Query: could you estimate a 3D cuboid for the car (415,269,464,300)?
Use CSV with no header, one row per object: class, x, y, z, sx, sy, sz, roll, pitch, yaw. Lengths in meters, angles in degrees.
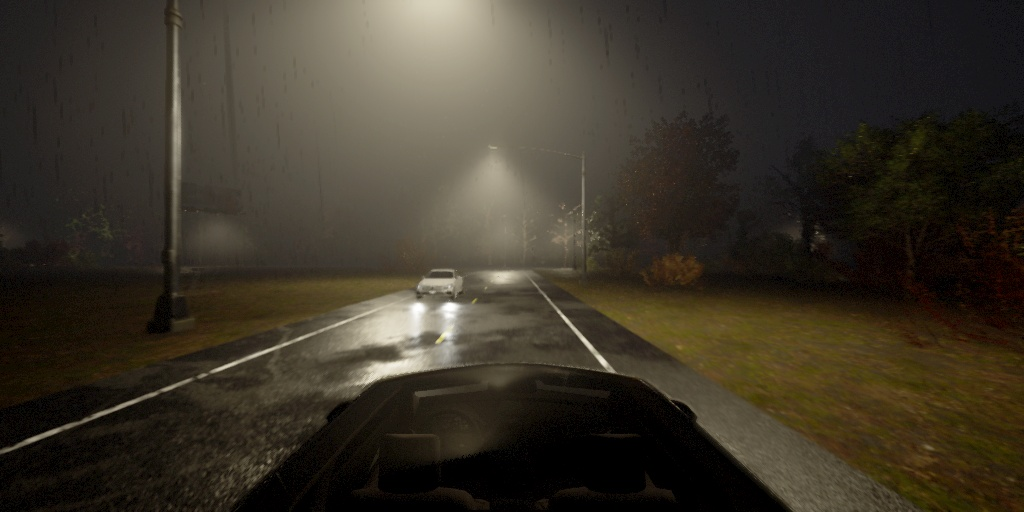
car,-3.591,1.389,18.561,1.812,1.442,4.674,0,0,0
